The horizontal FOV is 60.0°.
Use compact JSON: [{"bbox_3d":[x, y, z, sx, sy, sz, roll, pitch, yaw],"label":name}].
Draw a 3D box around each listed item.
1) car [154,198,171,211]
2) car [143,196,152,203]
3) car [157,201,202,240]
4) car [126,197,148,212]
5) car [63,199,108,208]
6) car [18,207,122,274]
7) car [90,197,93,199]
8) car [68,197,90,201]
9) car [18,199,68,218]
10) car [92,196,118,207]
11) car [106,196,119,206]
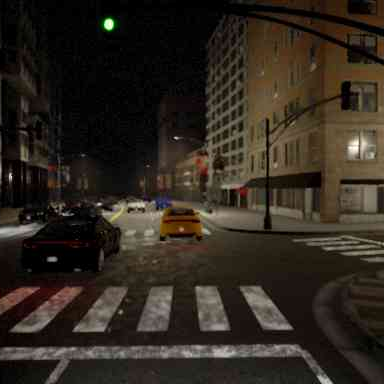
[{"bbox_3d":[-3.638,1.445,41.398,1.882,1.535,5.008,0,0,-10],"label":"car"},{"bbox_3d":[-9.173,1.501,65.921,1.812,1.442,4.674,0,0,-15],"label":"car"},{"bbox_3d":[-0.620,1.460,16.844,1.882,1.535,5.008,0,0,-4],"label":"car"},{"bbox_3d":[-6.347,1.575,37.996,1.895,1.301,4.718,0,0,-9],"label":"car"},{"bbox_3d":[-8.181,1.532,26.054,2.033,1.411,5.357,0,0,-6],"label":"car"},{"bbox_3d":[-3.503,1.470,10.574,1.882,1.535,5.008,0,0,-2],"label":"car"},{"bbox_3d":[-17.202,1.543,58.010,2.033,1.411,5.357,0,0,-14],"label":"car"},{"bbox_3d":[-12.927,1.340,36.651,2.097,1.767,4.553,0,0,-9],"label":"car"},{"bbox_3d":[-11.350,1.482,25.138,2.128,1.511,4.902,0,0,-5],"label":"car"},{"bbox_3d":[-9.826,1.528,37.902,2.033,1.411,5.357,0,0,-9],"label":"car"},{"bbox_3d":[-13.720,1.479,57.367,2.128,1.511,4.902,0,0,-13],"label":"car"}]
